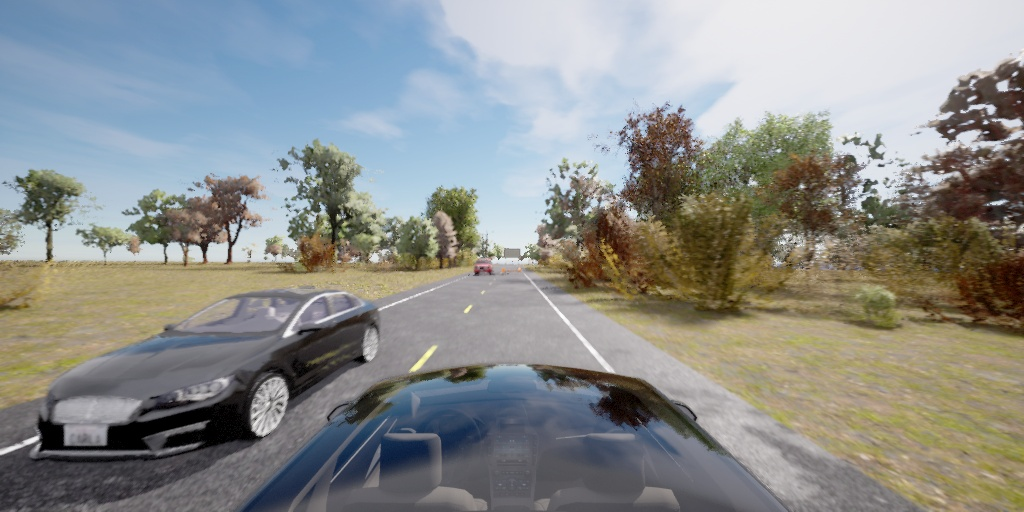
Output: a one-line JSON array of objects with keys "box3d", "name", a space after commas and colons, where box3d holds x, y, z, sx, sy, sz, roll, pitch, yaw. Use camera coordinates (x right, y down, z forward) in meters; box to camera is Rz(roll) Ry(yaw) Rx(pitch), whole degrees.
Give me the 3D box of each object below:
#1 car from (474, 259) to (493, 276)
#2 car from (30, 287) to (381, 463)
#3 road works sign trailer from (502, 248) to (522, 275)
[{"box3d": [-3.575, 1.409, 45.697, 2.150, 2.045, 5.566, 0, -1, 0], "name": "car"}, {"box3d": [-3.598, 1.277, 5.480, 2.128, 1.511, 4.902, 0, -1, 0], "name": "car"}, {"box3d": [0.009, 0.681, 48.401, 2.380, 3.560, 2.880, 0, 0, 0], "name": "road works sign trailer"}]
